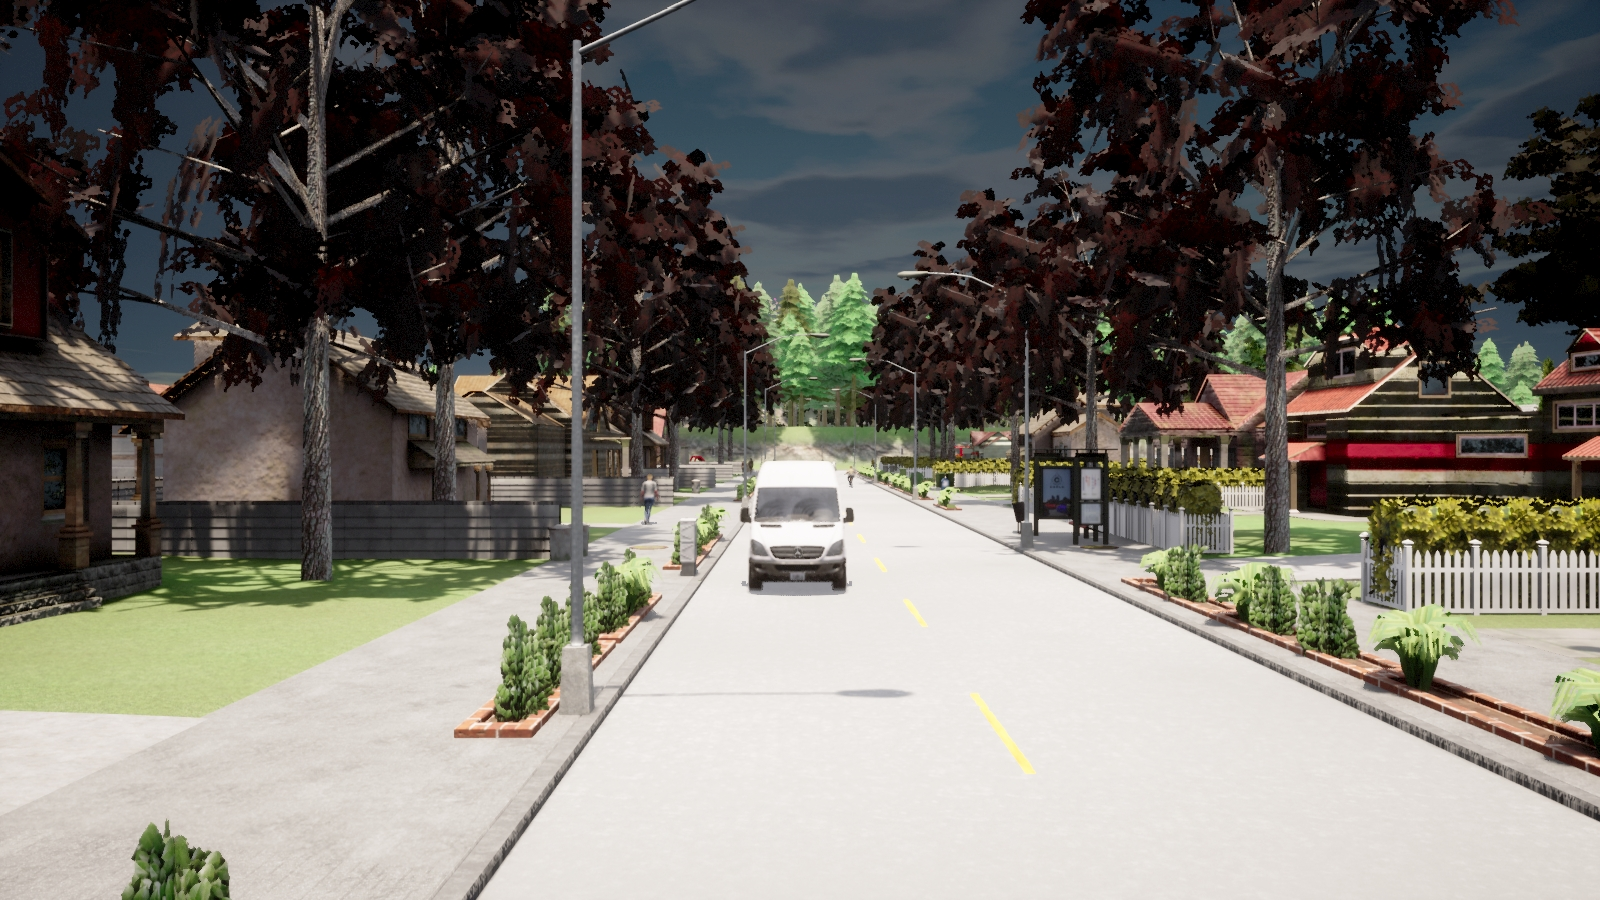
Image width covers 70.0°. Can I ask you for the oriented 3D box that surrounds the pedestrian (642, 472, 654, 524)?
[{"bbox_3d":[-5.507,1.743,41.375,0.375,1.860,0.375,0,0,2],"label":"pedestrian"}]

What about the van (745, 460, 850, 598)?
[{"bbox_3d":[-0.051,1.534,24.722,1.988,2.561,5.915,0,0,0],"label":"van"}]
